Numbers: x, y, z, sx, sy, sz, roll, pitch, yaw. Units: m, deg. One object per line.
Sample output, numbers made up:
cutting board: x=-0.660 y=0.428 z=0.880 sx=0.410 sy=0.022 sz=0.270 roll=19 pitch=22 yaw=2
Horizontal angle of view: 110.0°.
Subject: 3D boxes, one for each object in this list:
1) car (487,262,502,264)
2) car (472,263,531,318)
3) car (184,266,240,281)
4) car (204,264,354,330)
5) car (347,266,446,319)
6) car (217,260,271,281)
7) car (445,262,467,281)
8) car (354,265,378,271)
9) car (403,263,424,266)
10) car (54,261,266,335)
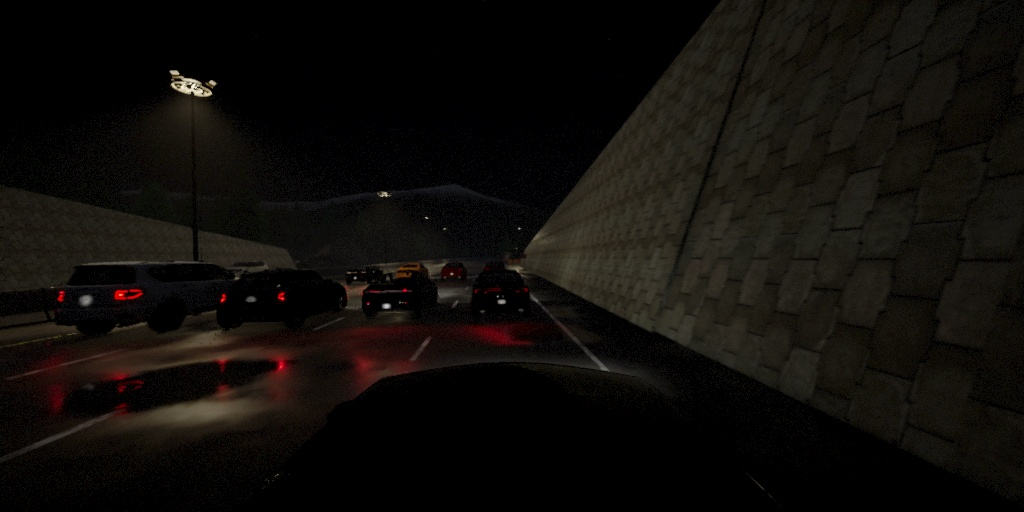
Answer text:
car: x=-1.476 y=1.220 z=31.438 sx=1.882 sy=1.535 sz=5.008 roll=-1 pitch=0 yaw=-3
car: x=-0.449 y=1.222 z=13.218 sx=1.882 sy=1.535 sz=5.008 roll=-1 pitch=0 yaw=-3
car: x=-33.629 y=1.932 z=40.503 sx=2.033 sy=1.411 sz=5.357 roll=-1 pitch=0 yaw=-3
car: x=-7.399 y=1.238 z=12.115 sx=2.097 sy=1.767 sz=4.553 roll=-1 pitch=0 yaw=-3
car: x=-3.958 y=1.306 z=13.308 sx=2.128 sy=1.511 sz=4.902 roll=-1 pitch=0 yaw=-3
car: x=-30.139 y=1.583 z=40.669 sx=2.150 sy=2.045 sz=5.566 roll=-1 pitch=0 yaw=-3
car: x=-4.968 y=1.290 z=31.228 sx=1.882 sy=1.535 sz=5.008 roll=-1 pitch=0 yaw=-3
car: x=-11.865 y=1.445 z=29.218 sx=2.128 sy=1.511 sz=4.902 roll=-1 pitch=0 yaw=-3
car: x=-8.462 y=1.361 z=31.026 sx=1.882 sy=1.535 sz=5.008 roll=-1 pitch=0 yaw=-3
car: x=-10.883 y=1.178 z=11.713 sx=2.150 sy=2.045 sz=5.566 roll=-1 pitch=0 yaw=-3
